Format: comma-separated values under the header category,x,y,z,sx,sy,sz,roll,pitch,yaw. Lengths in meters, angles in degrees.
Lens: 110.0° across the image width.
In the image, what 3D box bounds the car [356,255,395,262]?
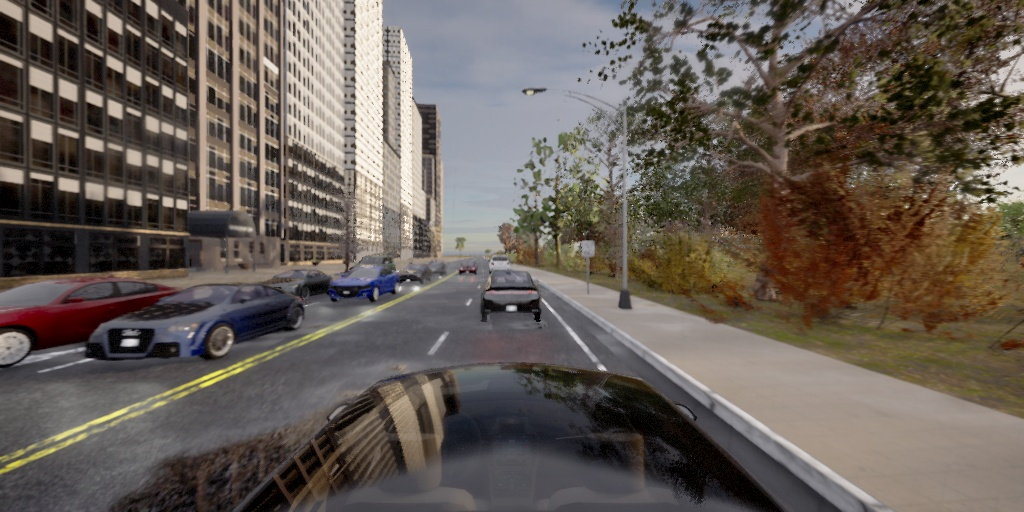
category,x,y,z,sx,sy,sz,roll,pitch,yaw
car,-10.470,0.964,27.500,2.150,2.045,5.566,0,0,-3

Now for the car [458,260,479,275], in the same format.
category,x,y,z,sx,sy,sz,roll,pitch,yaw
car,-4.662,1.328,38.362,1.895,1.301,4.718,0,0,-4

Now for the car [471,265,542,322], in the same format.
category,x,y,z,sx,sy,sz,roll,pitch,yaw
car,-0.063,1.236,12.364,2.128,1.511,4.902,0,0,-1

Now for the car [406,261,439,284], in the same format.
category,x,y,z,sx,sy,sz,roll,pitch,yaw
car,-7.197,1.287,27.152,2.033,1.411,5.357,0,0,-3

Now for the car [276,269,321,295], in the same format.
category,x,y,z,sx,sy,sz,roll,pitch,yaw
car,-10.101,1.315,17.041,1.994,1.385,4.181,0,0,-1

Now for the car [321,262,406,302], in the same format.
category,x,y,z,sx,sy,sz,roll,pitch,yaw
car,-6.858,1.225,17.194,1.882,1.535,5.008,0,0,-2

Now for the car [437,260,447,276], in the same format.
category,x,y,z,sx,sy,sz,roll,pitch,yaw
car,-7.837,1.223,37.190,2.128,1.511,4.902,0,0,-4

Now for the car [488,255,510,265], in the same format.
category,x,y,z,sx,sy,sz,roll,pitch,yaw
car,-1.405,0.943,39.386,2.150,2.045,5.566,0,0,-4

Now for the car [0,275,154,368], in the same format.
category,x,y,z,sx,sy,sz,roll,pitch,yaw
car,-9.916,1.234,8.053,1.882,1.535,5.008,0,0,1

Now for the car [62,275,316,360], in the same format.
category,x,y,z,sx,sy,sz,roll,pitch,yaw
car,-6.680,1.317,8.218,1.994,1.385,4.181,0,0,-1
